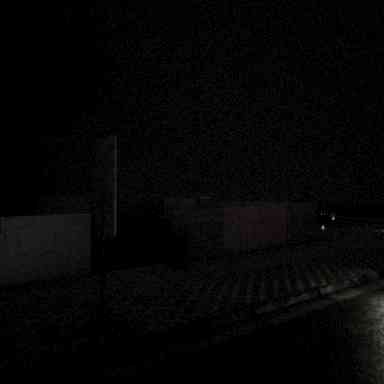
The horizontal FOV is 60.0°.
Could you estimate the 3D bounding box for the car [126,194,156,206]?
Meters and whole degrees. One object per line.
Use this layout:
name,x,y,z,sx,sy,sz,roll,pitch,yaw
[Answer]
car,-5.717,1.015,40.005,1.882,1.535,5.008,1,0,-36

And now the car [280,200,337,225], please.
car,7.137,1.317,22.151,2.128,1.511,4.902,1,0,-36

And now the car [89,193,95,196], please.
car,-17.432,0.782,61.265,2.033,1.411,5.357,1,0,-36

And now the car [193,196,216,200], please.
car,1.284,1.173,30.267,1.882,1.535,5.008,1,0,-36

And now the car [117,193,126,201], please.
car,-11.698,0.894,53.312,1.812,1.442,4.674,1,0,-36
